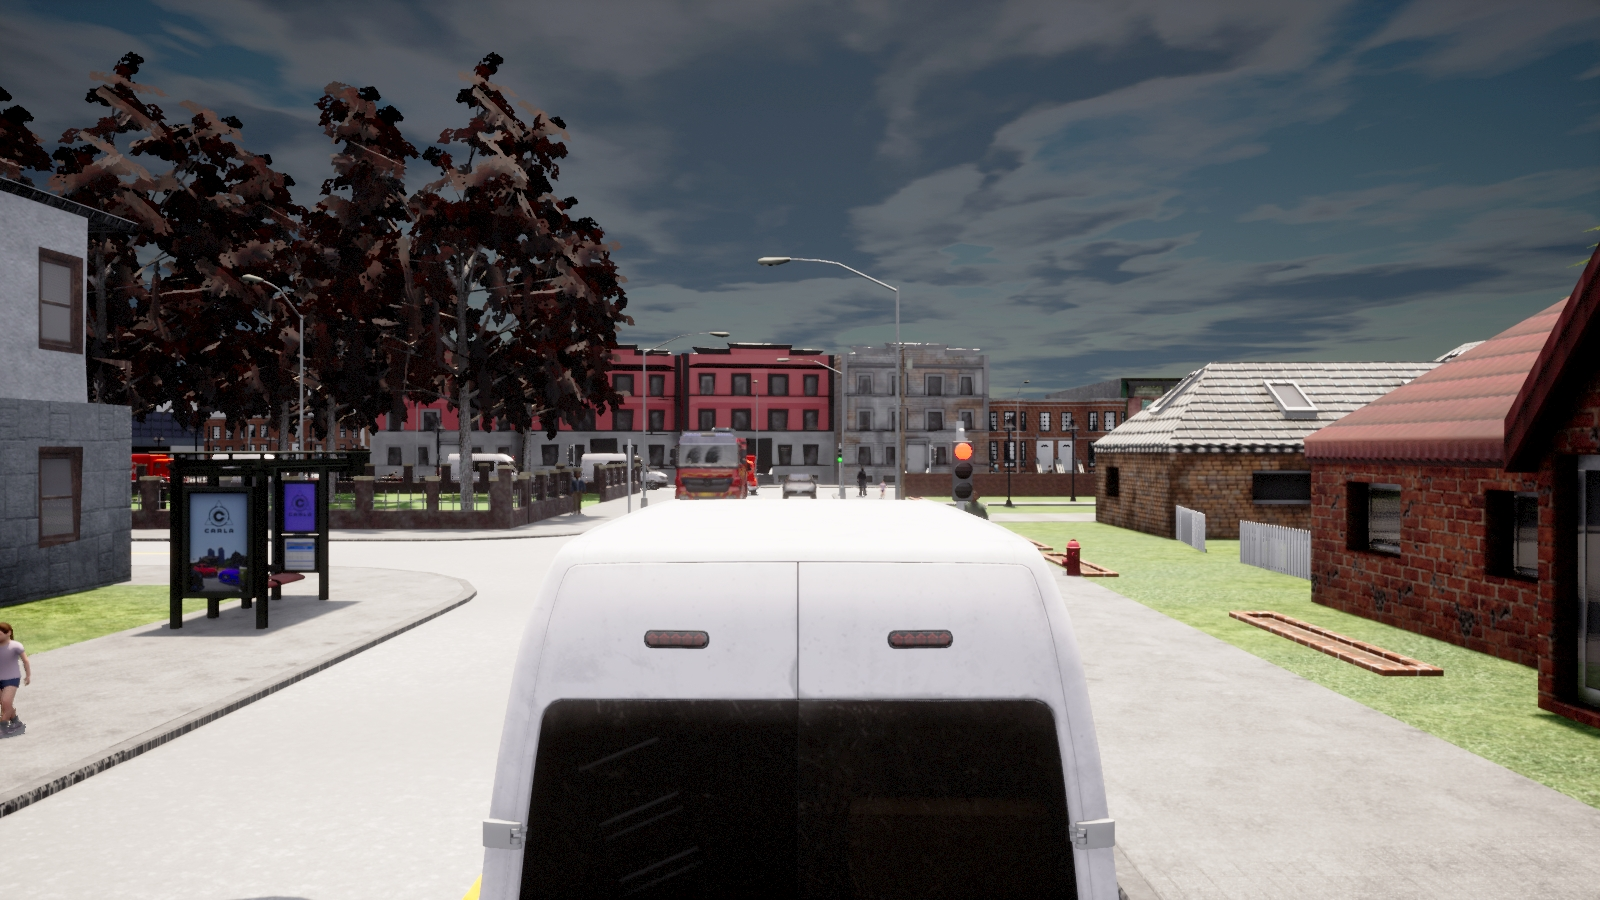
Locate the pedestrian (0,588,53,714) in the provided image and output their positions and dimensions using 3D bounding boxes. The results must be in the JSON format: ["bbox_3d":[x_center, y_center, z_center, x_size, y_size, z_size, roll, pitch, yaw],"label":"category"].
[{"bbox_3d":[-7.510,1.896,10.851,0.500,1.100,0.500,0,0,2],"label":"pedestrian"}]

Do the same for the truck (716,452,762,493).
[{"bbox_3d":[-3.857,1.353,71.176,2.627,2.467,5.204,0,0,-6],"label":"truck"}]

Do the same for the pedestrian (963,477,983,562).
[{"bbox_3d":[3.819,1.523,25.219,0.375,1.860,0.375,0,0,0],"label":"pedestrian"}]

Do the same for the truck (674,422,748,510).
[{"bbox_3d":[-4.049,0.668,53.742,2.891,3.827,8.468,0,0,0],"label":"truck"}]

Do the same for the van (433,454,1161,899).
[{"bbox_3d":[-0.009,1.315,6.082,1.988,2.561,5.915,0,0,0],"label":"van"}]

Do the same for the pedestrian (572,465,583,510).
[{"bbox_3d":[-9.090,1.526,46.655,0.375,1.860,0.375,0,0,0],"label":"pedestrian"}]

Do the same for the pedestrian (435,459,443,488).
[{"bbox_3d":[-23.168,1.523,73.355,0.375,1.860,0.375,0,0,0],"label":"pedestrian"}]

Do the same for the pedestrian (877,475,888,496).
[{"bbox_3d":[4.453,1.898,61.593,0.500,1.100,0.500,0,0,-8],"label":"pedestrian"}]

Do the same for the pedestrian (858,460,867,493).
[{"bbox_3d":[3.537,1.516,64.904,0.375,1.860,0.375,0,0,-18],"label":"pedestrian"}]

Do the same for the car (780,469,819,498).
[{"bbox_3d":[-0.023,1.825,64.036,2.128,1.511,4.902,0,0,0],"label":"car"}]
